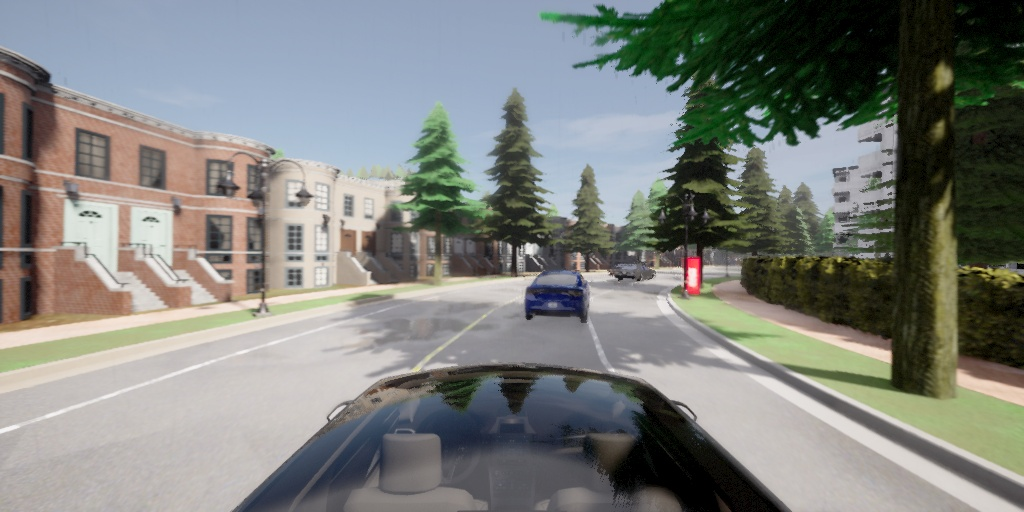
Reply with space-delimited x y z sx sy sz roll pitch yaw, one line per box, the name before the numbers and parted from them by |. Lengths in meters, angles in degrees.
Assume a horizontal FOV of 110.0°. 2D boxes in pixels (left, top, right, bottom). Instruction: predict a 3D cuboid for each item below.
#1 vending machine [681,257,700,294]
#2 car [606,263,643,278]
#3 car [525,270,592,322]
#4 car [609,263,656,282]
vending machine | 9.416 1.027 18.820 1.100 2.100 0.880 0 0 26
car | 11.701 1.413 37.119 1.994 1.385 4.181 0 0 42
car | 1.735 1.241 12.572 1.882 1.535 5.008 0 0 13
car | 10.410 1.386 30.137 2.033 1.411 5.357 0 0 39
